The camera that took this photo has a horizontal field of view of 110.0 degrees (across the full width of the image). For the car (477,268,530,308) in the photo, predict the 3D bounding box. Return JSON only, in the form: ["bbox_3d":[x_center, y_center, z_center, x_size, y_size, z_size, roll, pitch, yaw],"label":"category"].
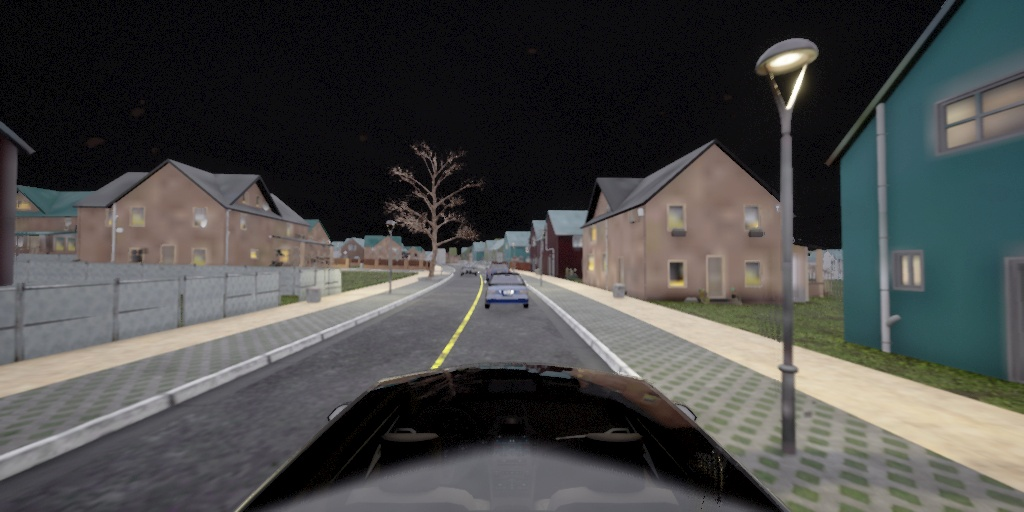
[{"bbox_3d":[-0.270,1.433,15.920,2.033,1.411,5.357,0,-1,-2],"label":"car"}]

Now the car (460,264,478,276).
[{"bbox_3d":[-5.177,1.706,43.098,1.994,1.385,4.181,0,-1,-7],"label":"car"}]

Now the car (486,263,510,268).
[{"bbox_3d":[-1.193,1.380,31.036,2.097,1.767,4.553,0,-1,-5],"label":"car"}]
